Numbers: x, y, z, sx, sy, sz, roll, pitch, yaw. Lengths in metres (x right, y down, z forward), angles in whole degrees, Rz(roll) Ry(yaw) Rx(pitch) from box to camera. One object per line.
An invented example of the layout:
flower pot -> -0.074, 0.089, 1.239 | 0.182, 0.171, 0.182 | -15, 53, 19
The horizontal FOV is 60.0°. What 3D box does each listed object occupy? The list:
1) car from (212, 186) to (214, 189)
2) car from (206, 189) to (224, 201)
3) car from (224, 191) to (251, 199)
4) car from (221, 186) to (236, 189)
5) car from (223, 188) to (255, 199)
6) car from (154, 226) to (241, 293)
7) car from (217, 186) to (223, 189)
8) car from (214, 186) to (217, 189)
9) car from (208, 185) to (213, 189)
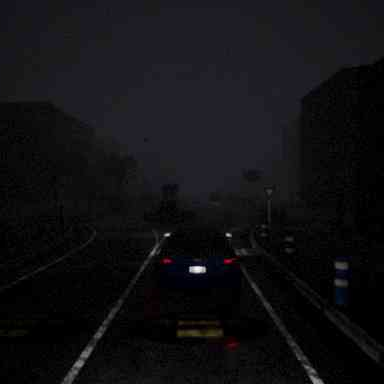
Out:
car -> 8.067, -0.187, 82.534 | 5.008, 1.535, 2.097 | 0, 1, -1
car -> 3.783, 0.670, 55.867 | 1.837, 1.490, 4.892 | 0, 2, -1
car -> 8.282, 0.518, 60.499 | 4.674, 1.452, 2.002 | 0, 2, -1
car -> 8.220, 0.256, 63.247 | 4.553, 1.767, 2.185 | 0, 2, -1
car -> 8.120, 0.574, 57.740 | 5.366, 1.575, 1.946 | 0, 2, -1
car -> 0.159, 1.606, 9.020 | 1.994, 1.385, 4.181 | 0, 0, 1
car -> 8.253, 0.039, 65.997 | 5.566, 2.045, 2.435 | 0, 2, -1
car -> 8.122, -0.041, 77.024 | 4.892, 1.521, 2.231 | 0, 2, -1
car -> 7.951, -0.628, 90.796 | 5.566, 2.045, 2.435 | 0, 1, -1
